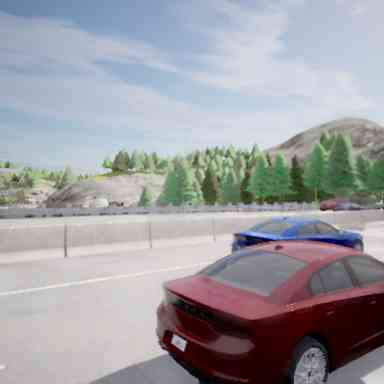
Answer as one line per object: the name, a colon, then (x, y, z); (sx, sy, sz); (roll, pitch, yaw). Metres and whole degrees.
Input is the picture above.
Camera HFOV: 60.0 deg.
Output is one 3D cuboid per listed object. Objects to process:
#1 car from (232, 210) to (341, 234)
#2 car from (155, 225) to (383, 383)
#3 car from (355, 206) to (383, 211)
car: (3.468, 1.538, 10.511); (5.008, 1.535, 1.882); (1, 0, -35)
car: (1.870, 1.505, 5.078); (5.008, 1.535, 1.882); (0, 0, -35)
car: (23.028, 2.165, 41.832); (4.892, 1.490, 1.837); (2, -1, -35)
